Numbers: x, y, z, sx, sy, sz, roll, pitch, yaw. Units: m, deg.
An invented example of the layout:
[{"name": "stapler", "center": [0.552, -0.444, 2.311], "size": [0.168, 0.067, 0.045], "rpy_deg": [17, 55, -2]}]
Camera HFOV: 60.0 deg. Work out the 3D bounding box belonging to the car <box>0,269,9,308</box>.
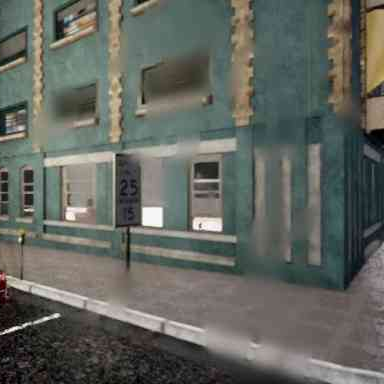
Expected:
[{"name": "car", "center": [-5.236, 1.667, 6.594], "size": [4.206, 1.307, 1.802], "rpy_deg": [-1, 0, 35]}]
